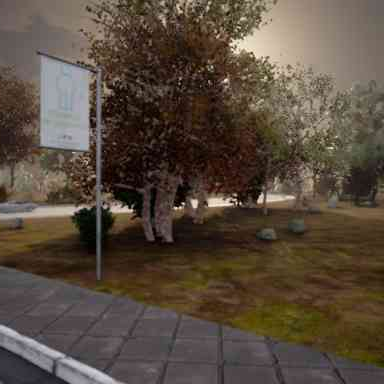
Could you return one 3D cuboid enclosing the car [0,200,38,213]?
[{"bbox_3d":[-19.600,1.550,36.375,1.895,1.301,4.718,0,0,38],"label":"car"}]
